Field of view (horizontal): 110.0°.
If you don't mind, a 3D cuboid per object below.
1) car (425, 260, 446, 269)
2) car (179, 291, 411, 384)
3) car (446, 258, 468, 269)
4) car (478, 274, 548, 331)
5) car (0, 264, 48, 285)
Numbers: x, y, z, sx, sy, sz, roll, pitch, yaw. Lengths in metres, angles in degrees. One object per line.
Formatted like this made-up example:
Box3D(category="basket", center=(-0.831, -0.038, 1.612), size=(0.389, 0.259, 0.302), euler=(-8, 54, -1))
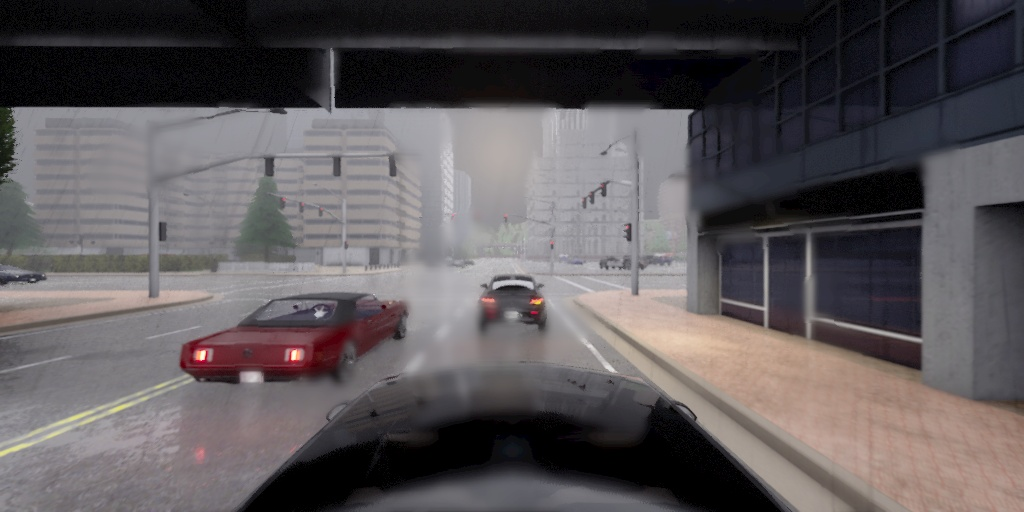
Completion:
Box3D(category="car", center=(-11.874, 1.240, 54.896), size=(1.994, 1.385, 4.181), euler=(0, 0, 0))
Box3D(category="car", center=(-3.466, 1.344, 7.016), size=(1.895, 1.301, 4.718), euler=(0, 0, 0))
Box3D(category="car", center=(-8.376, 1.238, 54.909), size=(1.994, 1.385, 4.181), euler=(0, 0, 0))
Box3D(category="car", center=(0.028, 1.263, 10.801), size=(1.812, 1.442, 4.674), euler=(0, 0, 0))
Box3D(category="car", center=(-35.923, 1.278, 24.863), size=(5.357, 1.411, 2.033), euler=(0, 0, -1))
